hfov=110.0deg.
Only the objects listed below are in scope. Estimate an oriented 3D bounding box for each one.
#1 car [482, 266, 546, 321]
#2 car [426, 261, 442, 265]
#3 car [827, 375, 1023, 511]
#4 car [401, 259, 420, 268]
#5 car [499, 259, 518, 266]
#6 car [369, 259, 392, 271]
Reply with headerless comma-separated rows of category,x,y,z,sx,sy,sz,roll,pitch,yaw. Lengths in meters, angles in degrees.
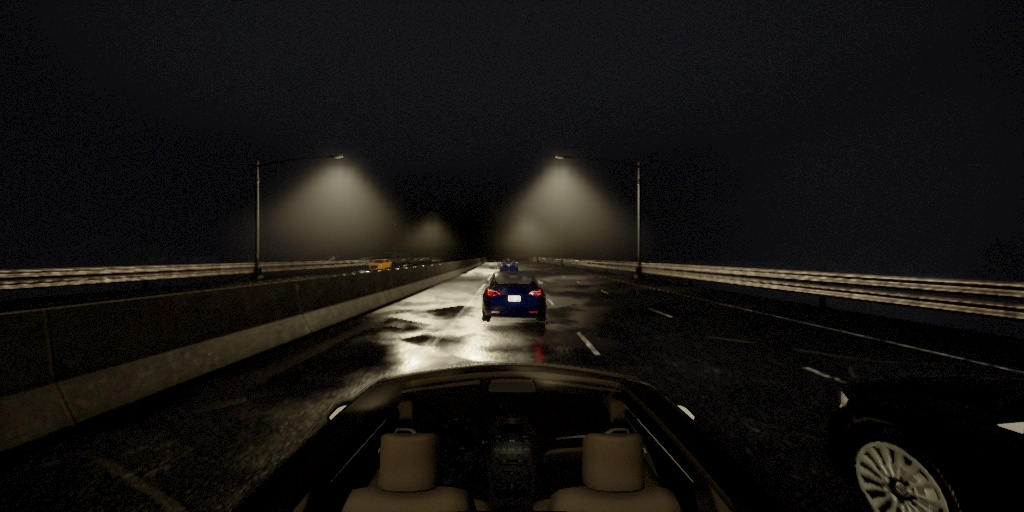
car,0.053,1.252,12.501,2.163,1.488,4.792,0,0,0
car,-11.273,1.329,52.503,1.895,1.301,4.718,0,0,-1
car,3.593,1.241,1.028,2.128,1.511,4.902,0,0,0
car,-14.772,1.221,52.338,2.128,1.511,4.902,0,0,-1
car,-0.384,1.088,41.886,2.097,1.767,4.553,0,0,-1
car,-18.229,1.209,49.817,1.882,1.535,5.008,0,0,-1
